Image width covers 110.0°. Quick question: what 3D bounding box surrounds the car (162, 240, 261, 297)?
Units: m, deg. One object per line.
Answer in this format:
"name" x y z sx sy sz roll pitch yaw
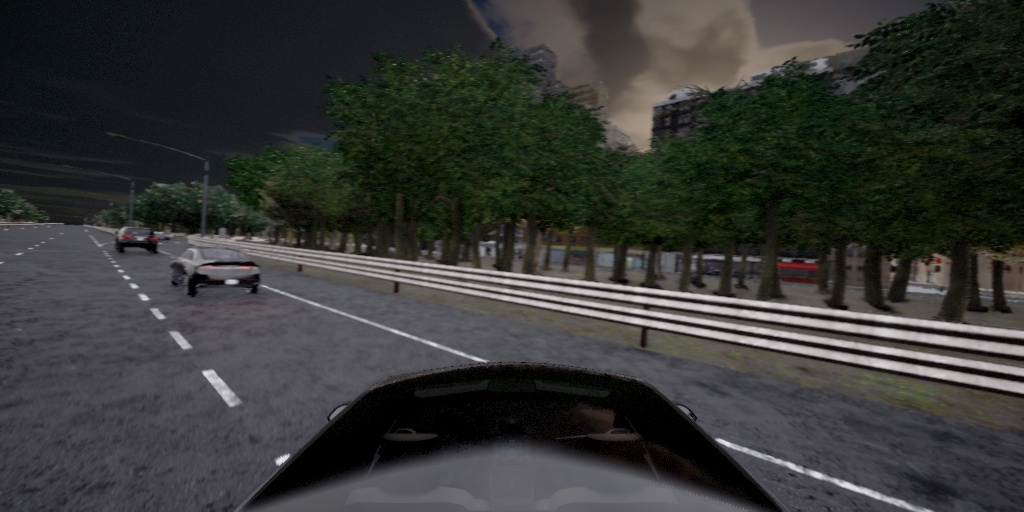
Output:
"car" -10.381 0.440 12.476 4.902 1.511 2.128 4 1 40

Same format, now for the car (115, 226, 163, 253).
"car" -31.127 -1.374 29.749 5.566 2.045 2.150 4 1 40
